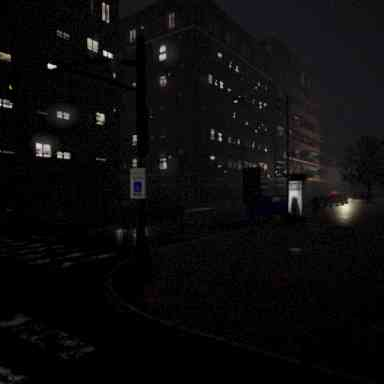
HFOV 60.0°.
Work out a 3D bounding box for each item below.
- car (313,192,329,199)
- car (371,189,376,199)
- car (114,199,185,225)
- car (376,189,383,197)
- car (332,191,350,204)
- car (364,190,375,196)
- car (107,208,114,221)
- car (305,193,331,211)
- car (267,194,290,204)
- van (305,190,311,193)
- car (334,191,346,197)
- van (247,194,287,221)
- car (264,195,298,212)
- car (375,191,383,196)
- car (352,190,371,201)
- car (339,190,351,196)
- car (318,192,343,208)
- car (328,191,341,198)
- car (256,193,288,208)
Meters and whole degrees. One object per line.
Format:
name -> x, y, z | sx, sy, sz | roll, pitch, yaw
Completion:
car -> 25.442, 0.658, 65.476 | 1.802, 1.307, 4.206 | 1, 1, 36
car -> 31.714, 0.610, 60.697 | 1.887, 1.381, 4.507 | 1, 1, 36
car -> -2.477, 1.256, 22.189 | 1.882, 1.535, 5.008 | 0, 1, 36
car -> 41.574, 0.376, 74.492 | 1.887, 1.381, 4.507 | 1, 1, 36
car -> 18.568, 0.943, 42.305 | 1.947, 1.339, 4.313 | 1, 1, 36
car -> 43.966, 0.242, 82.269 | 1.994, 1.385, 4.181 | 0, 1, 36
car -> -4.105, 1.319, 24.134 | 1.887, 1.381, 4.507 | 1, 1, 36
car -> 11.995, 1.098, 33.108 | 1.947, 1.339, 4.313 | 1, 1, 36
car -> 12.310, 0.969, 47.102 | 1.802, 1.307, 4.206 | 1, 1, 36
van -> 18.877, 0.573, 56.284 | 1.690, 1.788, 3.998 | 1, 1, 36
car -> 35.291, 0.408, 79.255 | 1.947, 1.339, 4.313 | 1, 1, 36
van -> 5.422, 1.028, 23.907 | 1.690, 1.788, 3.998 | 1, 1, 36
car -> 9.026, 1.086, 33.384 | 1.812, 1.442, 4.674 | 0, 0, 36
car -> 44.860, 0.335, 79.091 | 1.802, 1.307, 4.206 | 1, 1, 36
car -> 28.428, 0.584, 56.097 | 1.967, 1.590, 4.097 | 1, 1, 36
car -> 38.575, 0.315, 83.849 | 2.008, 1.369, 4.403 | 1, 1, 36
car -> 15.281, 0.999, 37.706 | 1.887, 1.381, 4.507 | 1, 1, 36
car -> 32.009, 0.465, 74.662 | 1.887, 1.381, 4.507 | 1, 1, 36
car -> 9.476, 0.975, 38.886 | 1.882, 1.535, 5.008 | 0, 1, 36
